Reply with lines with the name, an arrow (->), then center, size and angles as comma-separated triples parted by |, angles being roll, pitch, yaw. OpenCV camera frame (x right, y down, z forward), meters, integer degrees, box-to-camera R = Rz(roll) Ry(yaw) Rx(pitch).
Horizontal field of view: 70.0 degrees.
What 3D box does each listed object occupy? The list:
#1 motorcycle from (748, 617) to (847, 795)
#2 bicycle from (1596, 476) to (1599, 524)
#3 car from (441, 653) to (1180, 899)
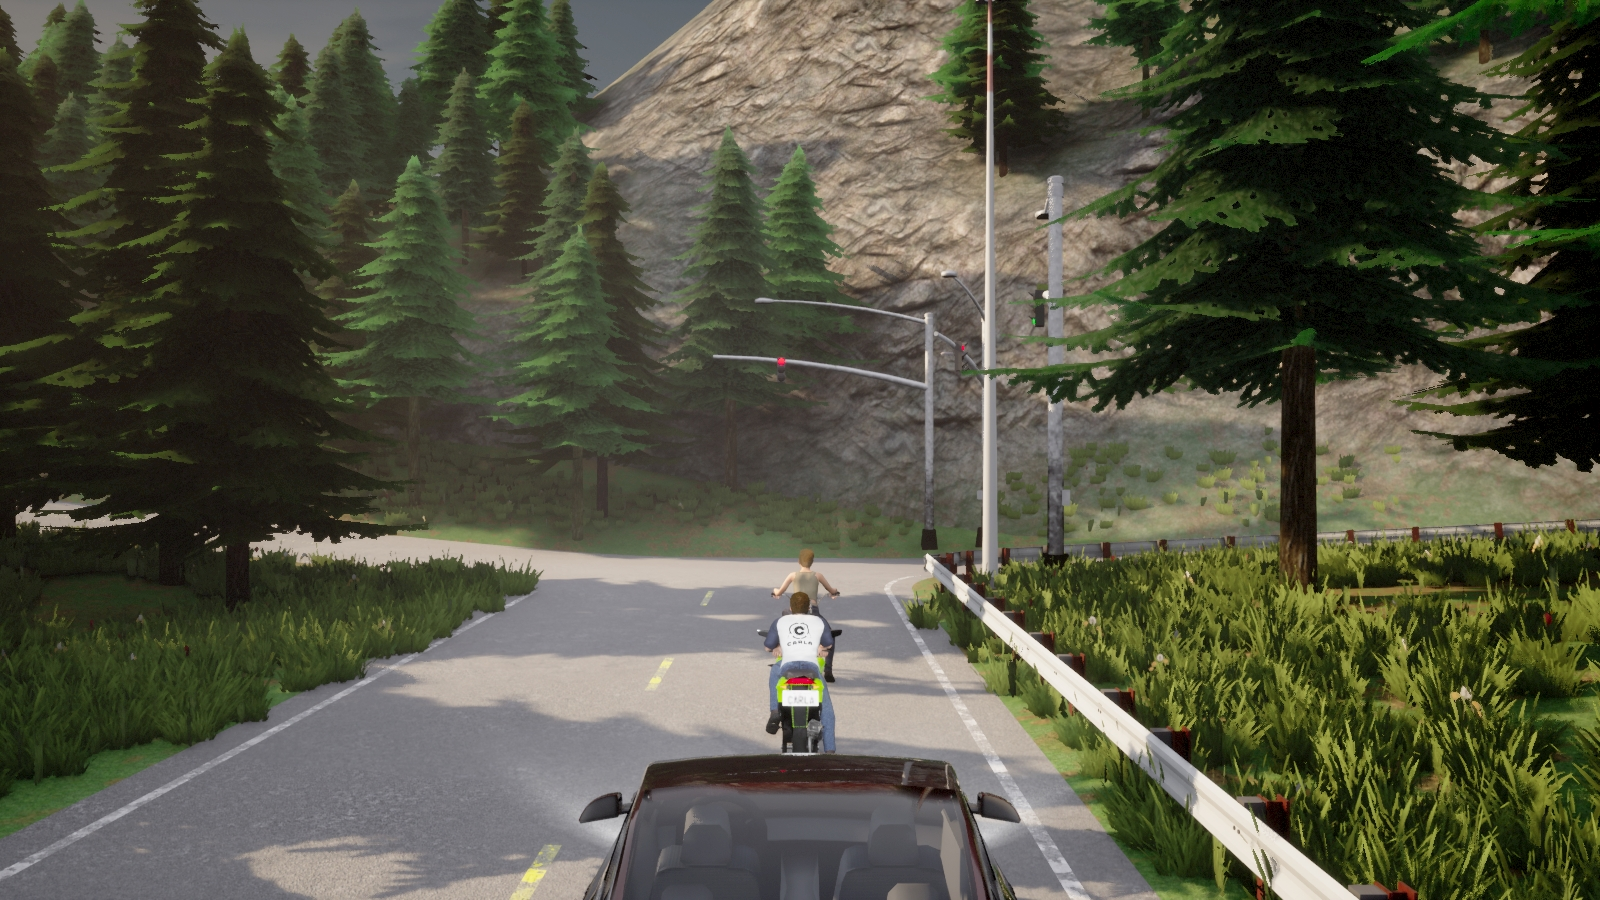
motorcycle -> -0.020, 2.213, 10.238 | 0.803, 1.145, 2.033 | 0, 0, 0
bicycle -> 21.727, 1.355, 29.474 | 1.835, 1.471, 0.329 | -5, -2, 26
car -> 0.029, 2.063, 5.012 | 2.163, 1.488, 4.792 | 0, 0, 0
